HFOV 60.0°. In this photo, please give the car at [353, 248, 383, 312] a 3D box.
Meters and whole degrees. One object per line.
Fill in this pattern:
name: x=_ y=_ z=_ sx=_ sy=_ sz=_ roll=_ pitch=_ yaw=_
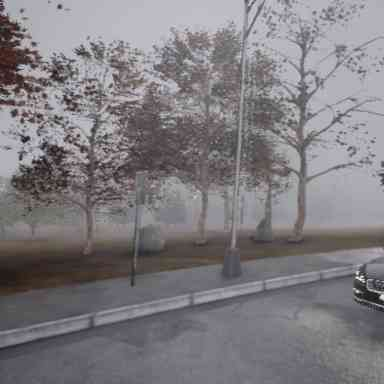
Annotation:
car: x=5.375 y=1.532 z=6.726 sx=4.892 sy=1.490 sz=1.837 roll=0 pitch=-1 yaw=-28
